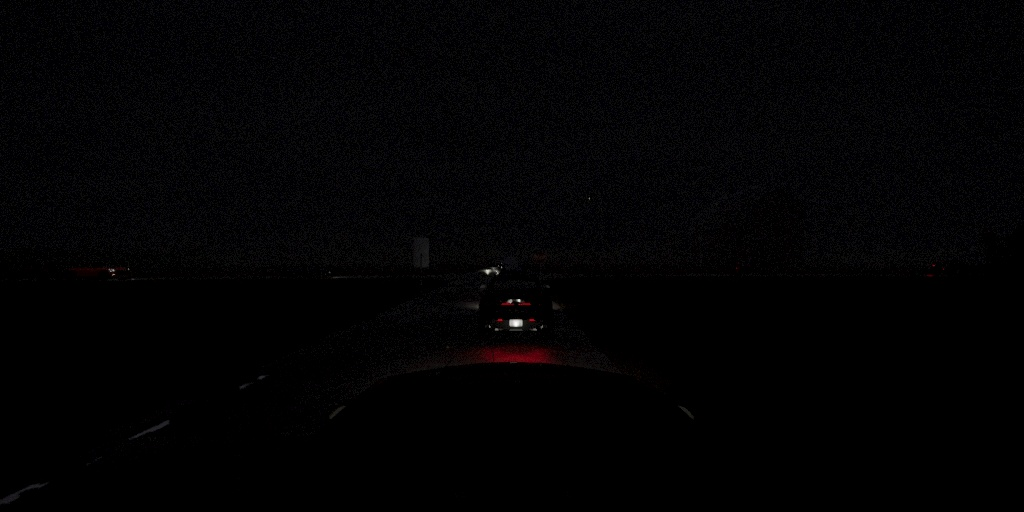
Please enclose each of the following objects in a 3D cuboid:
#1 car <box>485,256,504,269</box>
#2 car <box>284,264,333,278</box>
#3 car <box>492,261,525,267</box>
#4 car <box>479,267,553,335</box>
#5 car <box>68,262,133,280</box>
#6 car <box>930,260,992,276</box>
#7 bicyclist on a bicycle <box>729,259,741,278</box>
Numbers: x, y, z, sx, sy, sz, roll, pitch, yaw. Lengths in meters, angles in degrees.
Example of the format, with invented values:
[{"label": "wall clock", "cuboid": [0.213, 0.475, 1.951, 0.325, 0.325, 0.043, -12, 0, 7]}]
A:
[{"label": "car", "cuboid": [-2.835, 0.999, 54.768, 2.150, 2.045, 5.566, 0, 0, 0]}, {"label": "car", "cuboid": [-19.752, 1.415, 34.906, 4.181, 1.385, 1.994, 0, -1, -1]}, {"label": "car", "cuboid": [0.088, 1.247, 22.115, 2.128, 1.511, 4.902, 0, 0, 0]}, {"label": "car", "cuboid": [0.092, 1.257, 10.521, 1.837, 1.490, 4.892, 0, 0, 0]}, {"label": "car", "cuboid": [-39.889, 1.382, 34.826, 4.553, 1.767, 2.097, -1, -1, 0]}, {"label": "car", "cuboid": [44.374, 1.167, 35.296, 4.902, 1.511, 2.128, 0, -1, 1]}, {"label": "bicyclist on a bicycle", "cuboid": [19.950, 1.101, 32.087, 0.582, 1.620, 1.656, 0, 0, 0]}]
